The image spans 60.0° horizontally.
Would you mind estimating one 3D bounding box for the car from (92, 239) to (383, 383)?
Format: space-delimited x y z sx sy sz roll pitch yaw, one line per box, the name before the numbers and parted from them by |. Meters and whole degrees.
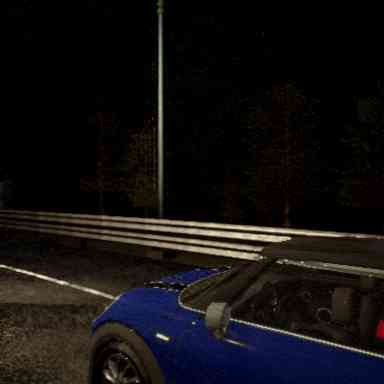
car | 1.120 1.170 2.847 4.553 1.767 2.097 0 0 38
